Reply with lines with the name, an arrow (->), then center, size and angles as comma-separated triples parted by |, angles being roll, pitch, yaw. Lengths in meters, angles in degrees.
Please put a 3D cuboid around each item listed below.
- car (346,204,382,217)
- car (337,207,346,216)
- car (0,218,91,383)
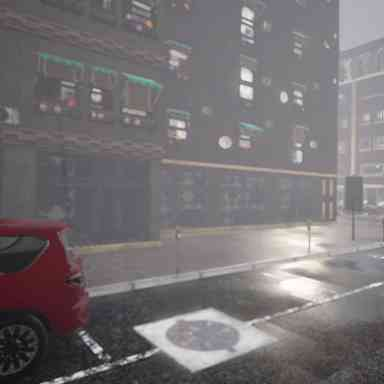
car -> 17.804, 1.911, 35.635 | 1.887, 1.381, 4.507 | 2, -1, -36
car -> 11.001, 1.498, 30.754 | 2.192, 1.841, 5.009 | 2, -1, -36
car -> -3.750, 1.304, 3.882 | 5.009, 1.841, 2.192 | 1, 0, -35
